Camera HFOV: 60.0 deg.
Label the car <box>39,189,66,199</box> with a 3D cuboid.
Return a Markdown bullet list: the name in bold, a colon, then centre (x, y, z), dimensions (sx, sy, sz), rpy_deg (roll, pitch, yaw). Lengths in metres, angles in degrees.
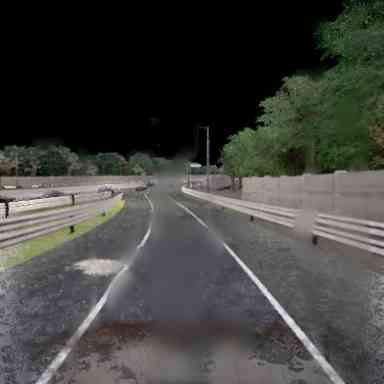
- **car**: centre (-23.004, 0.300, 54.879), dimensions (1.994, 1.385, 4.181), rpy_deg (0, 3, 13)

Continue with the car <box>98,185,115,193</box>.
- **car**: centre (-16.844, -0.381, 65.741), dimensions (2.128, 1.511, 4.902), rpy_deg (0, 3, 13)

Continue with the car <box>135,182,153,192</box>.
- **car**: centre (-11.145, -0.874, 74.662), dimensions (1.837, 1.490, 4.892), rpy_deg (0, 3, 13)

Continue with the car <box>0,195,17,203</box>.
- **car**: centre (-23.035, 1.038, 39.509), dimensions (1.882, 1.535, 5.008), rpy_deg (0, 3, 13)

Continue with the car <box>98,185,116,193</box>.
- **car**: centre (-18.649, -0.733, 73.341), dimensions (1.812, 1.442, 4.674), rpy_deg (0, 3, 13)

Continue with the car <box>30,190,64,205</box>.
- **car**: centre (-18.714, 0.890, 42.586), dimensions (1.812, 1.442, 4.674), rpy_deg (0, 3, 13)
